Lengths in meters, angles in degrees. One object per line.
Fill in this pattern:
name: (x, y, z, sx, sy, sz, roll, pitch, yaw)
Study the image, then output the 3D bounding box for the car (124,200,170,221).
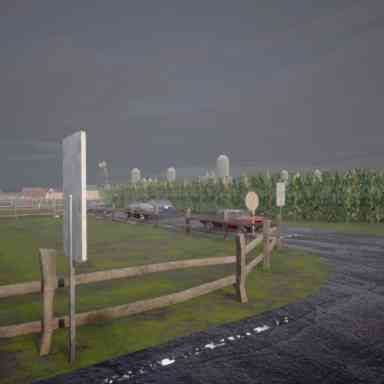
car: (-4.305, 1.685, 29.578, 1.882, 1.535, 5.008, 0, 0, -35)

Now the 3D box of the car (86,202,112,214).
car: (-11.180, 1.854, 39.225, 2.033, 1.411, 5.357, 0, 0, -35)

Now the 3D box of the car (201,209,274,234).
car: (2.602, 1.712, 19.777, 1.895, 1.301, 4.718, 0, 0, -33)

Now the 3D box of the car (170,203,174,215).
car: (-3.703, 1.565, 33.798, 2.097, 1.767, 4.553, 0, 0, -35)
